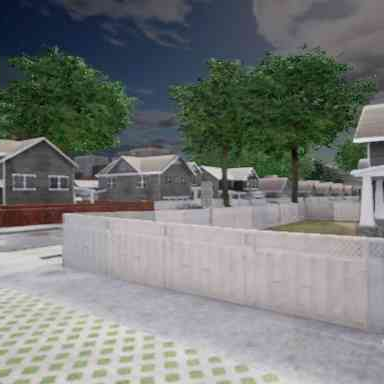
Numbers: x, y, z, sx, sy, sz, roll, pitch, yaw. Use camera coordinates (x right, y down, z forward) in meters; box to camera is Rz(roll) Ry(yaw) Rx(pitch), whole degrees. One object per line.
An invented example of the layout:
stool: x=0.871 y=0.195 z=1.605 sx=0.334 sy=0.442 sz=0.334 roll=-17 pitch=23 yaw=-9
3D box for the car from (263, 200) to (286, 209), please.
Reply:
car: x=11.662 y=1.880 z=47.092 sx=1.882 sy=1.535 sz=5.008 roll=0 pitch=-1 yaw=36

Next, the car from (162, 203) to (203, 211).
car: x=-0.854 y=1.755 z=29.608 sx=2.128 sy=1.511 sz=4.902 roll=0 pitch=-1 yaw=35
